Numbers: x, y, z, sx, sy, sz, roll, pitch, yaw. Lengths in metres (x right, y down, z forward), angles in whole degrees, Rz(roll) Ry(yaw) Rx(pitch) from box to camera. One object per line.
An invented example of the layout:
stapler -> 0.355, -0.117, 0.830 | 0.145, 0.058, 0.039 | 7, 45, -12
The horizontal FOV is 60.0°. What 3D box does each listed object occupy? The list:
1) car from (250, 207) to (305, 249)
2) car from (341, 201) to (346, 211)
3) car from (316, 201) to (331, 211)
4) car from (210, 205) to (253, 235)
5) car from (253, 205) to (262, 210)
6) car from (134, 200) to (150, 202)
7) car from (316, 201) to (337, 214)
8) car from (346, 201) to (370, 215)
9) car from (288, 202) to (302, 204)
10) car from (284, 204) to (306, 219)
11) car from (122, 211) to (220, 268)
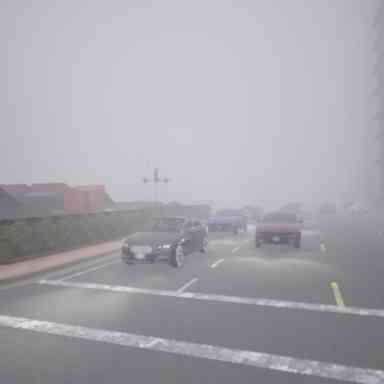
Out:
car -> 4.234, 1.675, 15.908 | 1.882, 1.535, 5.008 | -1, -1, 19
car -> 23.809, 2.101, 50.474 | 1.837, 1.490, 4.892 | -1, -1, 19
car -> 20.473, 2.132, 51.801 | 1.882, 1.535, 5.008 | -1, -1, 19
car -> 2.364, 1.787, 21.203 | 1.882, 1.535, 5.008 | -1, -1, 19
car -> 5.594, 1.930, 30.515 | 2.128, 1.511, 4.902 | -1, -1, 19
car -> -8.874, 2.229, 55.015 | 4.605, 1.855, 1.932 | -1, -1, 19
car -> 17.237, 2.086, 42.290 | 1.994, 1.385, 4.181 | -1, -1, 20
car -> 20.469, 1.988, 40.790 | 1.812, 1.442, 4.674 | -1, -1, 19
car -> 10.681, 1.807, 34.492 | 2.097, 1.767, 4.553 | -1, -1, 19
car -> 7.308, 1.846, 24.768 | 1.812, 1.442, 4.674 | -1, -1, 19
car -> -0.743, 1.677, 12.227 | 2.128, 1.511, 4.902 | -1, -1, 19
